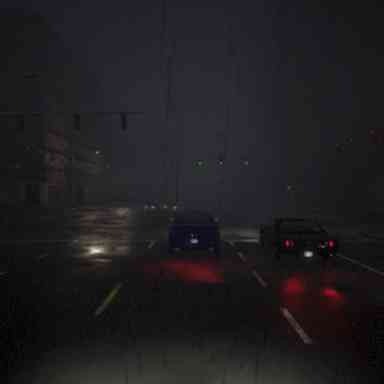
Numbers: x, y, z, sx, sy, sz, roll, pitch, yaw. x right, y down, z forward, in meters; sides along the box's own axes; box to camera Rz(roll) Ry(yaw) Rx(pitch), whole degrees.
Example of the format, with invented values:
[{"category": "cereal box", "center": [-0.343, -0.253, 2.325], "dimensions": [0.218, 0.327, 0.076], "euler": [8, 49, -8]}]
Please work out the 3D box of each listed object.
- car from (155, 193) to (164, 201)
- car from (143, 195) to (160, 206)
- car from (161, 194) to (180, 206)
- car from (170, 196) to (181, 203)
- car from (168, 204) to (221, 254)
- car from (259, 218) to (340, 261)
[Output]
[{"category": "car", "center": [-7.001, 1.231, 71.336], "dimensions": [2.150, 2.045, 5.566], "euler": [0, 0, 0]}, {"category": "car", "center": [-7.057, 1.607, 56.085], "dimensions": [1.994, 1.385, 4.181], "euler": [0, 0, 1]}, {"category": "car", "center": [-3.557, 1.520, 55.960], "dimensions": [1.882, 1.535, 5.008], "euler": [0, 0, 1]}, {"category": "car", "center": [-3.501, 1.553, 71.334], "dimensions": [2.033, 1.411, 5.357], "euler": [0, 0, 0]}, {"category": "car", "center": [0.083, 1.488, 13.553], "dimensions": [1.882, 1.535, 5.008], "euler": [0, 0, 0]}, {"category": "car", "center": [3.697, 1.611, 12.378], "dimensions": [1.895, 1.301, 4.718], "euler": [0, 0, 3]}]
